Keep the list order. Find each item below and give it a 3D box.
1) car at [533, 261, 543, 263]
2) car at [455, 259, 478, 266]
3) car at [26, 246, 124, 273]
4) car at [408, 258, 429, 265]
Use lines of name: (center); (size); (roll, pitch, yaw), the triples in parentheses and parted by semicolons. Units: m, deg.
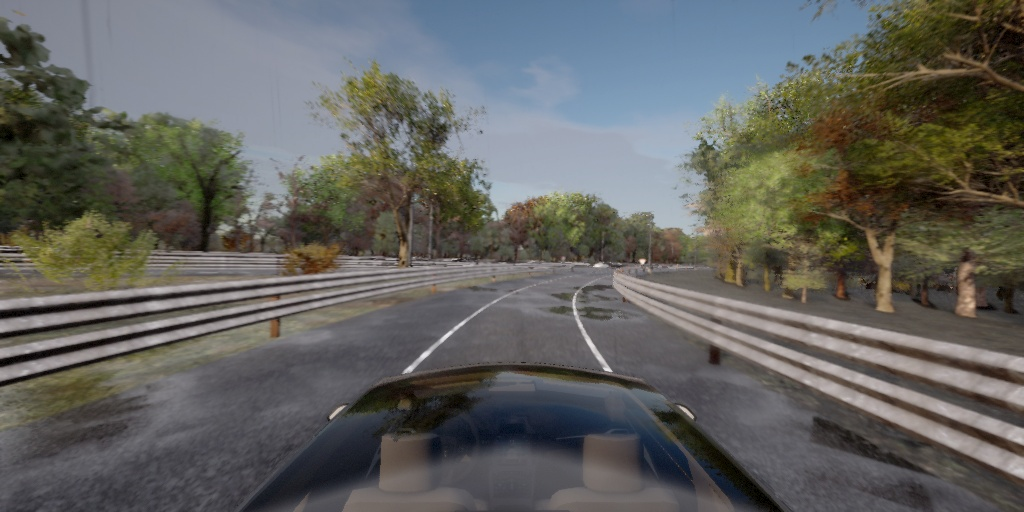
car: (5.005, 1.707, 62.291); (2.128, 1.511, 4.902); (2, 0, 42)
car: (-6.882, 1.278, 59.575); (2.033, 1.411, 5.357); (2, 0, 42)
car: (-29.258, 0.165, 24.373); (2.097, 1.767, 4.553); (2, 0, 42)
car: (-12.336, 1.008, 48.321); (2.128, 1.511, 4.902); (2, 0, 42)
